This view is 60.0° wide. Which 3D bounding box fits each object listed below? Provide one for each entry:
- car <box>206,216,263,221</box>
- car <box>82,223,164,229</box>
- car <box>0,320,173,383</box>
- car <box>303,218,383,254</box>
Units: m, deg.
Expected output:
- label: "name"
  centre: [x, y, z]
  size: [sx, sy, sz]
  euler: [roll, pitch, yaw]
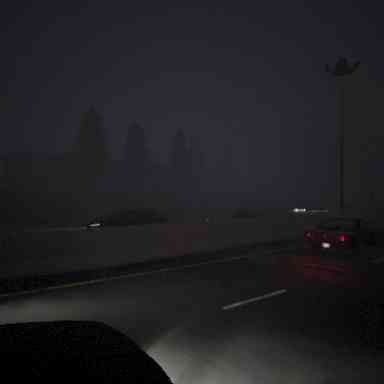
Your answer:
- label: "car"
  centre: [2.947, 1.805, 20.615]
  size: [1.895, 1.301, 4.718]
  euler: [0, -1, 45]
- label: "car"
  centre: [-3.829, 1.650, 19.133]
  size: [4.892, 1.490, 1.837]
  euler: [1, 0, -42]
- label: "car"
  centre: [-2.658, 1.546, 1.856]
  size: [5.357, 1.411, 2.033]
  euler: [1, -1, -36]
- label: "car"
  centre: [6.759, 1.775, 14.304]
  size: [4.718, 1.301, 1.895]
  euler: [1, -1, -44]
